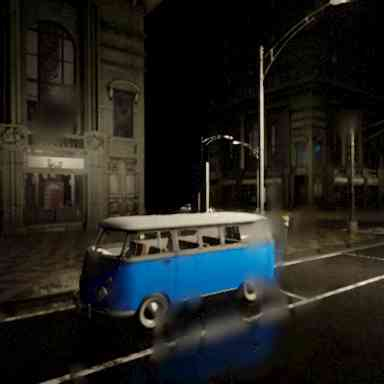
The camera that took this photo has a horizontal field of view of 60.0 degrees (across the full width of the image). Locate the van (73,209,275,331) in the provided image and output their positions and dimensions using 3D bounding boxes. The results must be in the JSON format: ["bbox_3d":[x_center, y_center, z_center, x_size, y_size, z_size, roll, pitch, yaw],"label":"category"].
[{"bbox_3d":[-0.136,1.338,6.582,3.998,1.788,1.690,0,0,-36],"label":"van"}]

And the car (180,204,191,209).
[{"bbox_3d":[0.398,1.985,35.120,1.812,1.442,4.674,0,-1,-36],"label":"car"}]
